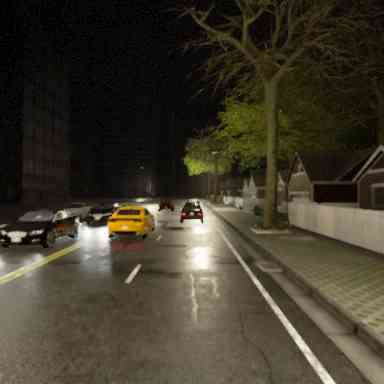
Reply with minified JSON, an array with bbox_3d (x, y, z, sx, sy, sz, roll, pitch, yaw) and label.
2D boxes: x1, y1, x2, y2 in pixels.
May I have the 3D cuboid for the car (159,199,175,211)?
[{"bbox_3d":[-3.145,1.637,42.300,1.812,1.442,4.674,0,0,0],"label":"car"}]

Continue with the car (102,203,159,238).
[{"bbox_3d":[-3.148,1.519,18.073,1.882,1.535,5.008,0,0,0],"label":"car"}]

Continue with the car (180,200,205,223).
[{"bbox_3d":[0.013,1.610,26.202,2.033,1.411,5.357,0,0,0],"label":"car"}]

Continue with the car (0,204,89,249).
[{"bbox_3d":[-6.584,1.525,14.895,2.128,1.511,4.902,0,0,0],"label":"car"}]

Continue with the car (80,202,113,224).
[{"bbox_3d":[-6.498,1.552,25.259,2.128,1.511,4.902,0,0,0],"label":"car"}]

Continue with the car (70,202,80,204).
[{"bbox_3d":[-9.757,1.595,28.380,1.812,1.442,4.674,0,0,0],"label":"car"}]
